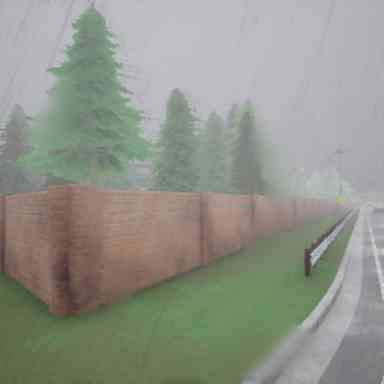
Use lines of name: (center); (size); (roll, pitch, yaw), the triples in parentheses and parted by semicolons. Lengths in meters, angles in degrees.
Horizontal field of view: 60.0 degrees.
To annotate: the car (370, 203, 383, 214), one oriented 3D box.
car: (31.552, 2.965, 56.077); (1.812, 1.442, 4.674); (-2, -2, 27)
